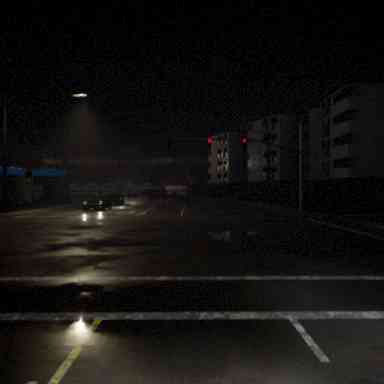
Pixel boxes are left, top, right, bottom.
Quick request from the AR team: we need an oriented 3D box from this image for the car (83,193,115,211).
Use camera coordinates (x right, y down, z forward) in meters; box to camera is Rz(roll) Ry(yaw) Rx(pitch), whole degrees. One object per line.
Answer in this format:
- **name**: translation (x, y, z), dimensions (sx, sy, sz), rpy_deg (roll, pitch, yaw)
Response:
- **car**: translation (-9.953, 1.048, 35.150), dimensions (2.097, 1.767, 4.553), rpy_deg (0, 1, -1)

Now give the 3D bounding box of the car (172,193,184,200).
- **car**: translation (-3.622, 0.833, 68.368), dimensions (2.033, 1.411, 5.357), rpy_deg (0, 1, -32)

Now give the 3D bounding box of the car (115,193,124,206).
- **car**: translation (-10.348, 0.929, 44.958), dimensions (2.097, 1.767, 4.553), rpy_deg (0, 1, -8)

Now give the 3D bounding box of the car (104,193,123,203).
- **car**: translation (-13.455, 0.986, 56.635), dimensions (2.033, 1.411, 5.357), rpy_deg (0, 1, -25)

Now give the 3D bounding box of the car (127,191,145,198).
- **car**: translation (-12.567, 0.707, 74.437), dimensions (1.895, 1.301, 4.718), rpy_deg (-1, 1, -45)

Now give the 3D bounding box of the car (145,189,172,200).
- **car**: translation (-6.876, 0.528, 66.987), dimensions (2.150, 2.045, 5.566), rpy_deg (0, 1, -32)

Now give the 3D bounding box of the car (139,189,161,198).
- **car**: translation (-9.653, 0.268, 76.442), dimensions (2.150, 2.045, 5.566), rpy_deg (-1, 1, -45)
